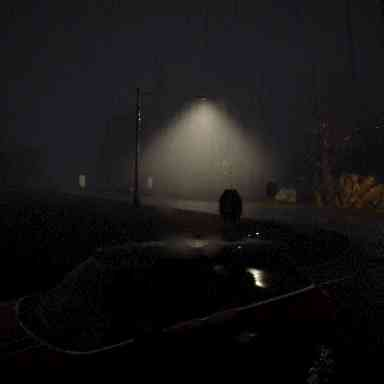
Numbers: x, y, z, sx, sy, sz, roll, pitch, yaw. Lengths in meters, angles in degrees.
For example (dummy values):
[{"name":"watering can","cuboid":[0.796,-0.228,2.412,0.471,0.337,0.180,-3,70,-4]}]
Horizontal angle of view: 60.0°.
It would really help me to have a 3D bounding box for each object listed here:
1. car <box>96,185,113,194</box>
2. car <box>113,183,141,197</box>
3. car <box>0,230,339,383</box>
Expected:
[{"name":"car","cuboid":[-15.976,-0.440,60.868,1.882,1.535,5.008,1,1,-35]},{"name":"car","cuboid":[-9.971,-0.360,52.375,2.150,2.045,5.566,1,2,-35]},{"name":"car","cuboid":[-0.525,1.365,3.489,4.553,1.767,2.097,1,0,-35]}]
